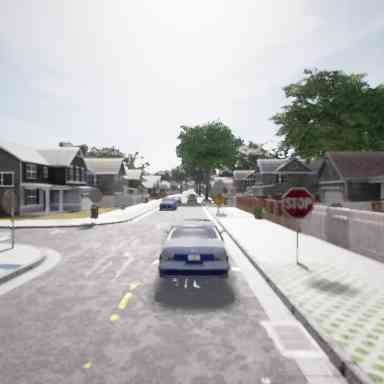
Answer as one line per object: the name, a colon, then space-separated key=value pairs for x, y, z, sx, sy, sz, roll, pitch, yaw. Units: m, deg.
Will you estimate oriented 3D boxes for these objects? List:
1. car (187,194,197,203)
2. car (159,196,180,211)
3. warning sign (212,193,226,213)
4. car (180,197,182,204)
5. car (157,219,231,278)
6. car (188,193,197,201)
car: x=0.067 y=1.338 z=61.104 sx=2.033 sy=1.411 sz=5.357 roll=0 pitch=0 yaw=1
car: x=-2.836 y=1.363 z=39.853 sx=1.882 sy=1.535 sz=5.008 roll=0 pitch=0 yaw=0
warning sign: x=2.528 y=1.033 z=31.279 sx=1.300 sy=1.860 sz=1.060 roll=0 pitch=0 yaw=0
car: x=-2.771 y=1.349 z=58.650 sx=2.033 sy=1.411 sz=5.357 roll=0 pitch=0 yaw=1
car: x=0.066 y=1.525 z=10.018 sx=2.033 sy=1.411 sz=5.357 roll=0 pitch=0 yaw=0
car: x=0.018 y=1.054 z=71.064 sx=1.882 sy=1.535 sz=5.008 roll=0 pitch=0 yaw=0
